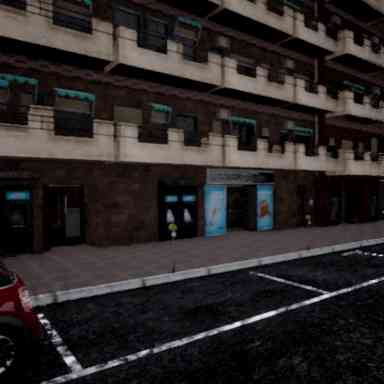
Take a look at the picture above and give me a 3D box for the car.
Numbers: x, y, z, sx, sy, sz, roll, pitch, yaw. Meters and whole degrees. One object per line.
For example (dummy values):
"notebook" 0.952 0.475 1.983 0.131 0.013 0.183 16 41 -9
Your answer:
"car" -4.032 1.440 3.706 4.097 1.590 1.967 0 -1 -35
